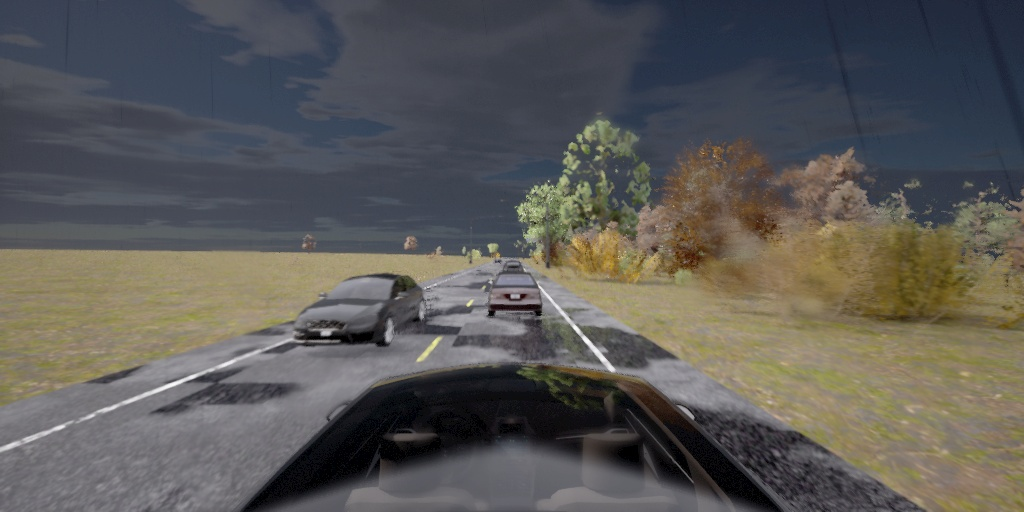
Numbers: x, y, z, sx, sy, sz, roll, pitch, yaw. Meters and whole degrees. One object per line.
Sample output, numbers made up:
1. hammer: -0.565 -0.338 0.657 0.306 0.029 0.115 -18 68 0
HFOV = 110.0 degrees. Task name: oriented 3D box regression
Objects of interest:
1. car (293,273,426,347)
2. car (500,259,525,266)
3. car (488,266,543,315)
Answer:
1. car: -3.599 1.240 9.371 1.837 1.490 4.892 0 0 0
2. car: 0.100 1.197 32.443 1.837 1.490 4.892 0 0 0
3. car: 0.100 1.275 13.426 2.033 1.411 5.357 0 0 0
